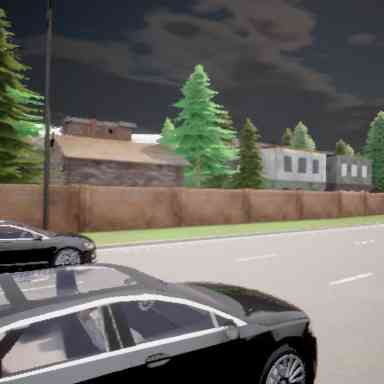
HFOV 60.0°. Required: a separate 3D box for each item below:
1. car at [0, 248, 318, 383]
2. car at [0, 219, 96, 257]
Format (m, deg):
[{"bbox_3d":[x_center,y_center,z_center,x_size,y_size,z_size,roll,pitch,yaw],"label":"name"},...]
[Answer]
[{"bbox_3d":[-0.794,1.498,3.186,4.902,1.511,2.128,1,0,-35],"label":"car"},{"bbox_3d":[-5.030,1.478,8.765,4.902,1.511,2.128,1,0,-35],"label":"car"}]
